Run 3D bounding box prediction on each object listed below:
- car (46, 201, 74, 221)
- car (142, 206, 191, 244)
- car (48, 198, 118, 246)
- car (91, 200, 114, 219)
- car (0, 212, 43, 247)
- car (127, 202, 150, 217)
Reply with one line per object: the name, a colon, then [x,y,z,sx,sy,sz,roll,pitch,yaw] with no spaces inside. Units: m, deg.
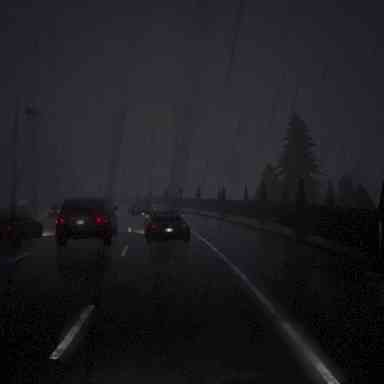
car: [-11.701,1.609,29.797,2.033,1.411,5.357,0,0,-18]
car: [-1.273,1.581,16.033,1.994,1.385,4.181,0,0,-9]
car: [-4.736,1.269,15.522,2.150,2.045,5.566,0,0,-9]
car: [-8.368,1.558,30.863,1.837,1.490,4.892,0,0,-18]
car: [-8.189,1.586,14.951,1.994,1.385,4.181,0,0,-9]
car: [-5.043,1.653,31.957,1.895,1.301,4.718,0,0,-18]
